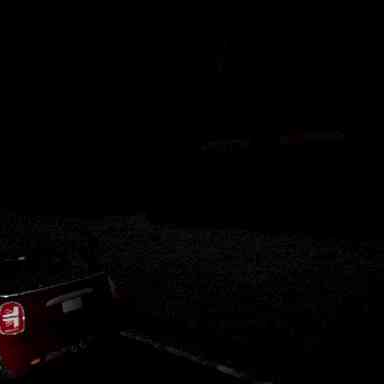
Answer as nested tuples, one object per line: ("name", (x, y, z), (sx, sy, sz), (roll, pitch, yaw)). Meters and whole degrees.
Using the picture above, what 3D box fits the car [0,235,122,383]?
("car", (-3.066, 1.415, 5.260), (4.097, 1.590, 1.967), (0, 1, 36))
